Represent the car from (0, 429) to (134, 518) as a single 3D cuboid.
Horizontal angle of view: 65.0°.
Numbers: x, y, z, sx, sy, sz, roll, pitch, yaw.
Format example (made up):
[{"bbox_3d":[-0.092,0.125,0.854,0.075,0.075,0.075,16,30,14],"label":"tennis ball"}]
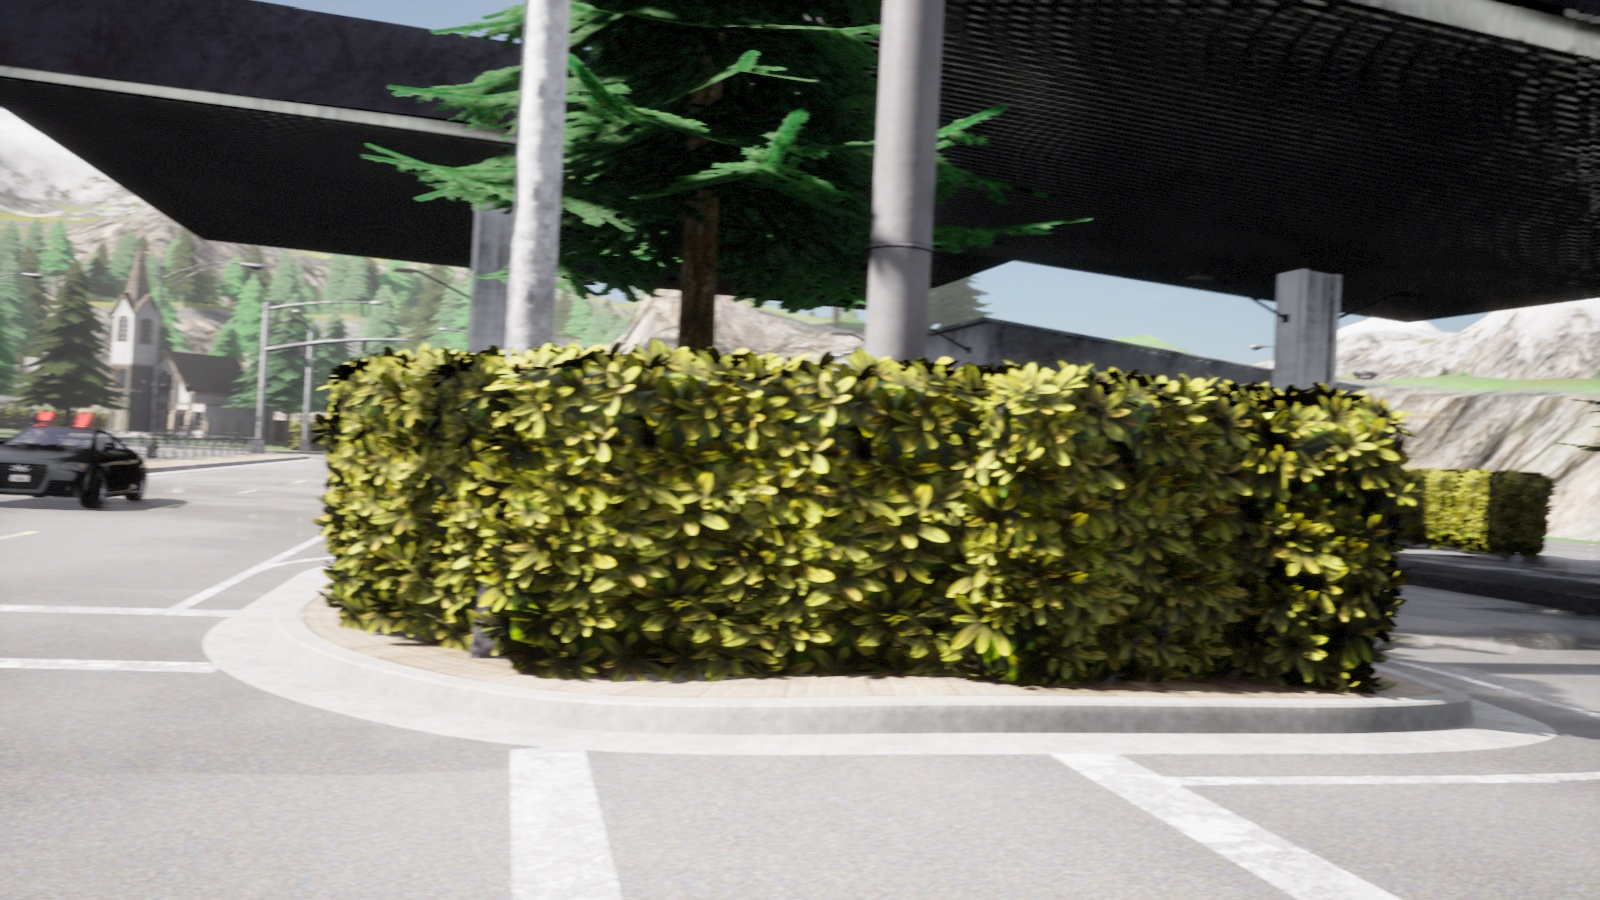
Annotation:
[{"bbox_3d":[-13.589,0.354,22.359,1.994,1.385,4.181,3,0,-13],"label":"car"}]
